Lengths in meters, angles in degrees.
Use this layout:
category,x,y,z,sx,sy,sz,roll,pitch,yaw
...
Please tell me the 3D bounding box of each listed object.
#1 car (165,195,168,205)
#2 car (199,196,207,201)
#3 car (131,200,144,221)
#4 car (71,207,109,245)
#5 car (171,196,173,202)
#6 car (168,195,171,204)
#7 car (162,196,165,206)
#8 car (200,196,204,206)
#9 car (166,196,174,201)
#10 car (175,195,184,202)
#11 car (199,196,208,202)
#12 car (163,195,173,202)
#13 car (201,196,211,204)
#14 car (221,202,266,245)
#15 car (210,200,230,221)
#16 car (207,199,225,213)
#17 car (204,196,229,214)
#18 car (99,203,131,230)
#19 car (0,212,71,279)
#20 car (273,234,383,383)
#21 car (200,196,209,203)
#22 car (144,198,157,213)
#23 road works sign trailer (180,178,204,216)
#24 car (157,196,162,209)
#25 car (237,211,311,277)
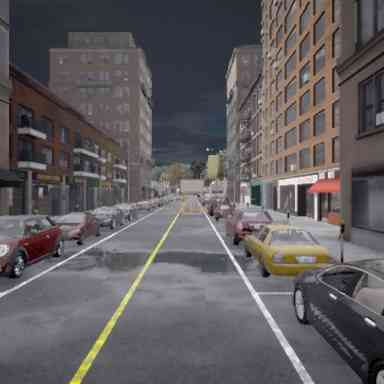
category,x,y,z,sx,sy,sz,roll,pitch,yaw
car,-5.387,1.565,53.981,1.947,1.339,4.313,0,0,0
car,2.638,1.582,81.576,1.947,1.339,4.313,0,0,0
car,-5.387,1.550,26.386,2.008,1.369,4.403,0,0,0
car,-5.387,1.581,15.349,1.802,1.307,4.206,0,0,0
car,-5.388,1.444,65.018,1.967,1.590,4.097,0,0,0
car,-5.387,1.551,59.499,2.008,1.369,4.403,0,0,0
car,-5.387,1.543,48.462,1.887,1.381,4.507,0,0,0
car,2.638,1.581,53.985,1.802,1.307,4.206,0,0,0
car,-5.388,1.598,81.575,1.802,1.307,4.206,0,0,0
car,-2.750,1.495,75.958,1.812,1.442,4.674,0,0,0
car,2.638,1.594,76.058,1.802,1.307,4.206,0,0,0
car,-5.388,1.452,76.056,1.967,1.590,4.097,0,0,0
car,2.637,1.529,65.192,1.752,1.417,4.829,0,0,0
car,2.638,1.440,15.356,1.967,1.590,4.097,0,0,0
car,2.638,1.581,26.393,1.802,1.307,4.206,0,0,0
car,2.634,1.524,37.598,1.752,1.417,4.829,0,0,0
car,2.638,1.314,31.912,2.192,1.841,5.009,0,0,0
car,-5.387,1.550,20.868,2.008,1.369,4.403,0,0,0
car,-5.387,1.440,9.830,1.967,1.590,4.097,0,0,0
car,2.638,1.550,4.320,2.008,1.369,4.403,0,0,0
car,2.637,1.552,70.540,1.887,1.381,4.507,0,0,0
car,-5.387,1.581,37.424,1.802,1.307,4.206,0,0,0
road works sign trailer,0.000,0.463,32.279,2.380,3.560,2.880,0,0,0
car,-5.387,1.550,42.943,2.008,1.369,4.403,0,0,0
car,2.638,1.525,10.008,1.752,1.417,4.829,0,0,0
